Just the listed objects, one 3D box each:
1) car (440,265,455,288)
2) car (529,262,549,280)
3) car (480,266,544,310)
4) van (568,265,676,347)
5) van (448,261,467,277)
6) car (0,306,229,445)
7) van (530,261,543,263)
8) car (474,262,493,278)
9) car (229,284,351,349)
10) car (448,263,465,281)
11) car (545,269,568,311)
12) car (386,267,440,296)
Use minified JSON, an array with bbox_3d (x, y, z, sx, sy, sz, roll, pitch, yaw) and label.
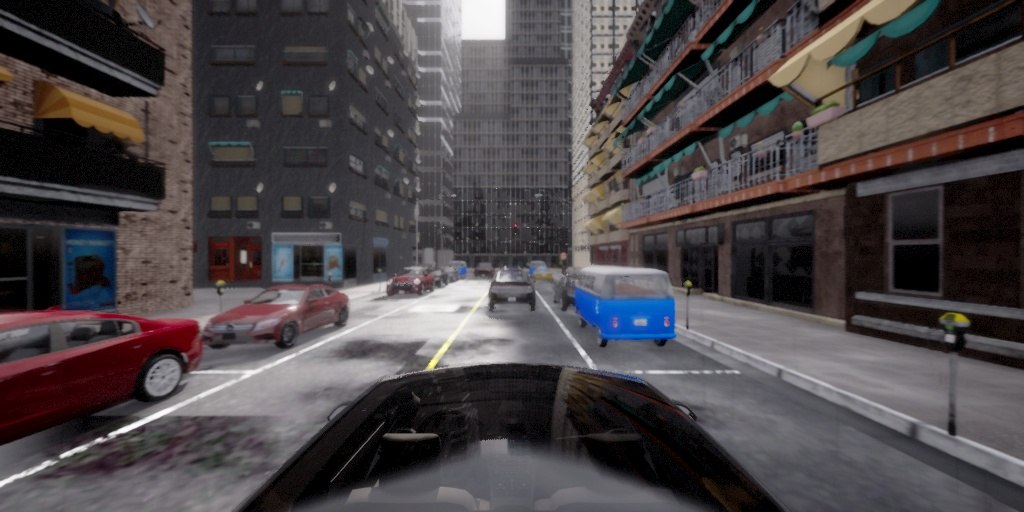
[{"bbox_3d":[-5.706,1.547,26.123,1.948,1.339,4.313,0,0,0],"label":"car"},{"bbox_3d":[2.672,1.559,31.871,1.751,1.417,4.829,0,0,0],"label":"car"},{"bbox_3d":[0.012,1.372,15.364,2.128,1.511,4.902,0,0,0],"label":"car"},{"bbox_3d":[2.685,1.162,9.294,1.690,1.789,3.998,0,0,0],"label":"van"},{"bbox_3d":[-5.712,1.429,37.326,1.690,1.789,3.998,0,0,0],"label":"van"},{"bbox_3d":[-5.693,1.314,3.717,1.888,1.381,4.507,0,0,0],"label":"car"},{"bbox_3d":[2.669,1.428,37.302,1.690,1.789,3.998,0,0,0],"label":"van"},{"bbox_3d":[-3.038,1.464,40.113,2.097,1.767,4.553,0,0,0],"label":"car"},{"bbox_3d":[-5.696,1.404,9.318,1.802,1.307,4.207,0,0,0],"label":"car"},{"bbox_3d":[-5.709,1.585,31.725,2.007,1.370,4.403,0,0,0],"label":"car"},{"bbox_3d":[2.682,1.425,14.896,2.007,1.370,4.403,0,0,0],"label":"car"},{"bbox_3d":[-5.702,1.368,20.522,1.967,1.591,4.097,0,0,0],"label":"car"}]
